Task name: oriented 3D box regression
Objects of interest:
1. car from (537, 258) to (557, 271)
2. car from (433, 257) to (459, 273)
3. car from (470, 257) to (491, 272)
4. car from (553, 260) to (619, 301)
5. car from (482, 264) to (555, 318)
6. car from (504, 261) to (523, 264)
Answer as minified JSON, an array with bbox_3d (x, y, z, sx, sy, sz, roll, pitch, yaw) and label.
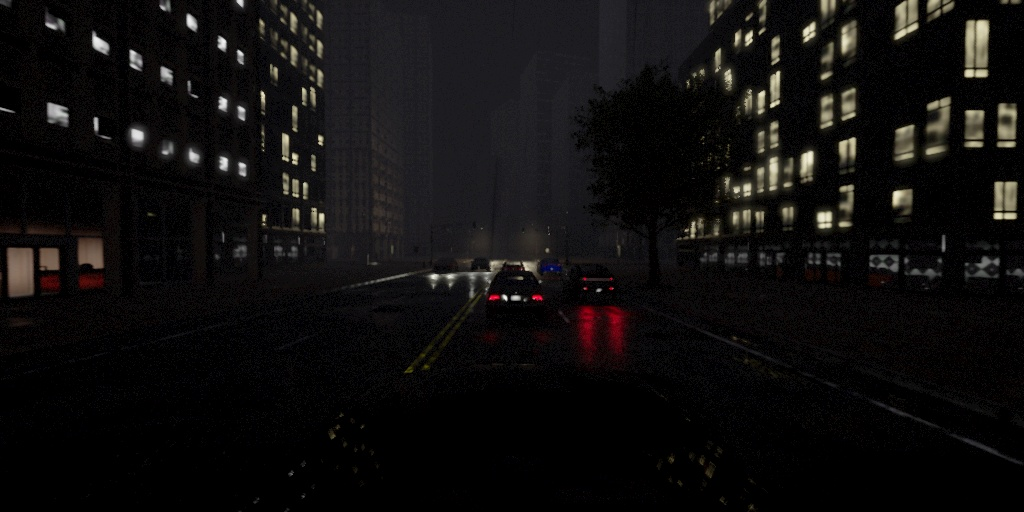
[{"bbox_3d":[3.359,0.910,32.629,1.882,1.535,5.008,0,1,0],"label":"car"},{"bbox_3d":[-6.567,0.876,35.825,1.882,1.535,5.008,0,0,0],"label":"car"},{"bbox_3d":[-3.304,0.875,38.492,1.837,1.490,4.892,0,0,0],"label":"car"},{"bbox_3d":[3.354,1.096,16.234,2.128,1.511,4.902,0,0,0],"label":"car"},{"bbox_3d":[0.104,1.191,12.487,2.033,1.411,5.357,0,1,0],"label":"car"},{"bbox_3d":[0.109,1.057,30.434,1.895,1.301,4.718,0,1,0],"label":"car"}]
